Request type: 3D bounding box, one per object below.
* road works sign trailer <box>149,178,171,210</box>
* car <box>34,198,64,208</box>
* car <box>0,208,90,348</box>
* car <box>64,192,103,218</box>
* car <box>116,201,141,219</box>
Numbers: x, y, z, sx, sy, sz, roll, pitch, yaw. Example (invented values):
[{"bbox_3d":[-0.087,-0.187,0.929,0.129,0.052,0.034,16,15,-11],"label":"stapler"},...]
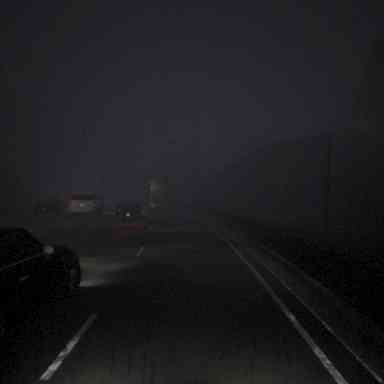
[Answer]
[{"bbox_3d":[-3.806,0.206,38.747,2.380,3.560,2.880,0,0,-16],"label":"road works sign trailer"},{"bbox_3d":[-12.781,1.276,30.186,1.882,1.535,5.008,0,0,-11],"label":"car"},{"bbox_3d":[-3.453,1.314,5.408,2.097,1.767,4.553,0,0,0],"label":"car"},{"bbox_3d":[-8.787,1.035,27.860,2.150,2.045,5.566,0,0,-9],"label":"car"},{"bbox_3d":[-5.141,1.419,27.204,1.895,1.301,4.718,0,0,-9],"label":"car"}]
